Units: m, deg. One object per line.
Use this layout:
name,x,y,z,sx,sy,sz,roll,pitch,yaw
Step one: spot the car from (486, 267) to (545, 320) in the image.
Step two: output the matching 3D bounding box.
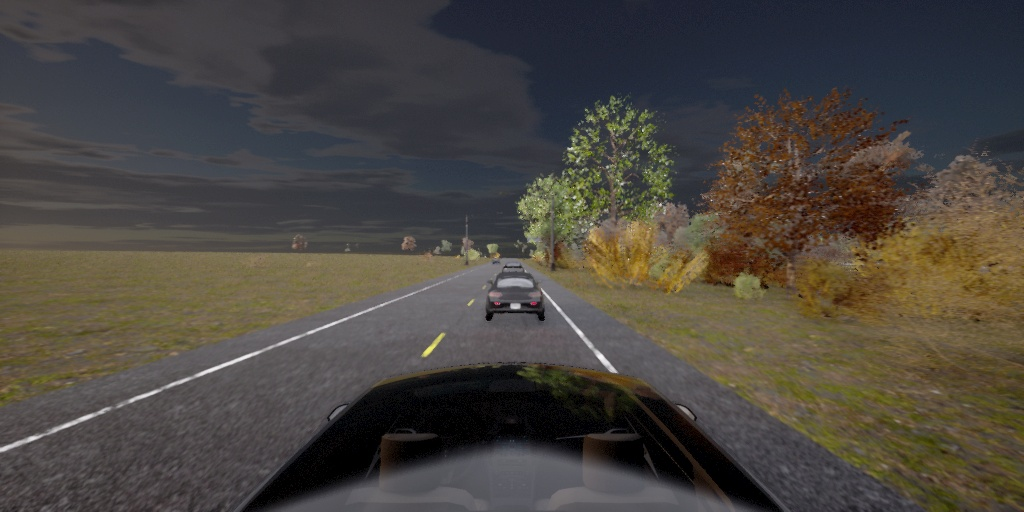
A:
car,0.099,1.267,12.517,1.812,1.442,4.674,0,0,0

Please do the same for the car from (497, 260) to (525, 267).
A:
car,0.097,1.220,30.499,2.128,1.511,4.902,0,0,0
